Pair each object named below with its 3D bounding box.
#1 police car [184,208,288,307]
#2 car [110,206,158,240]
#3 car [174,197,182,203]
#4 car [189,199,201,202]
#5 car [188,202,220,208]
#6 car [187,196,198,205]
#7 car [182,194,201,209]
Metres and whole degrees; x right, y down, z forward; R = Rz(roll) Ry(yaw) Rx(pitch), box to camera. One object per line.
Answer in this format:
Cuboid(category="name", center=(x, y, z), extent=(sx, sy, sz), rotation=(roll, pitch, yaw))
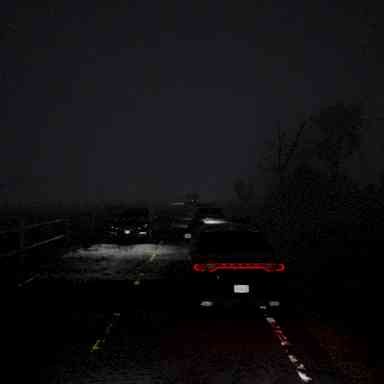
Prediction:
Cuboid(category="police car", center=(0.837, 1.426, 8.186), extent=(1.930, 1.638, 5.238), rotation=(0, 0, 0))
Cuboid(category="car", center=(-2.828, 1.507, 16.979), extent=(1.837, 1.490, 4.892), rotation=(0, 0, 0))
Cuboid(category="car", center=(-2.658, 1.637, 68.224), extent=(1.994, 1.385, 4.181), rotation=(0, 0, 0))
Cuboid(category="car", center=(0.858, 1.511, 24.076), extent=(1.837, 1.490, 4.892), rotation=(0, 0, 0))
Cuboid(category="car", center=(0.850, 1.508, 18.076), extent=(1.837, 1.490, 4.892), rotation=(0, 0, 0))
Cuboid(category="car", center=(0.081, 1.534, 60.583), extent=(1.882, 1.535, 5.008), rotation=(0, 0, 0))
Cuboid(category="car", center=(0.099, 1.250, 45.969), extent=(2.150, 2.045, 5.566), rotation=(0, 0, 1))
